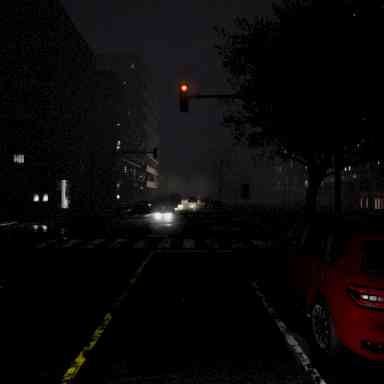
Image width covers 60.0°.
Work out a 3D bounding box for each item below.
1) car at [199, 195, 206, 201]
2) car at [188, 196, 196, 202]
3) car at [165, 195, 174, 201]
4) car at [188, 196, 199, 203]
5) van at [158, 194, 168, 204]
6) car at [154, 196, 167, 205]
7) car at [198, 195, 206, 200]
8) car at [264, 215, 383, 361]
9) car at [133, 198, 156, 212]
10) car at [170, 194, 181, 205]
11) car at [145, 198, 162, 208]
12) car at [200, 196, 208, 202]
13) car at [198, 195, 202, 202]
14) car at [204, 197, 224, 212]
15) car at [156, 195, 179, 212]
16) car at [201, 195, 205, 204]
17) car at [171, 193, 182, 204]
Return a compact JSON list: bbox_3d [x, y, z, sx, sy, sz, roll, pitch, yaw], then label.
[{"bbox_3d":[2.733,1.620,88.083,1.887,1.381,4.507,0,0,0],"label":"car"},{"bbox_3d":[0.040,1.656,79.369,1.895,1.301,4.718,0,0,0],"label":"car"},{"bbox_3d":[-5.650,1.506,82.554,1.967,1.590,4.097,0,0,0],"label":"car"},{"bbox_3d":[0.137,1.611,69.468,1.994,1.385,4.181,0,0,0],"label":"car"},{"bbox_3d":[-5.657,1.383,65.957,1.690,1.788,3.998,0,0,0],"label":"van"},{"bbox_3d":[-5.660,1.475,60.424,1.967,1.590,4.097,0,0,0],"label":"car"},{"bbox_3d":[2.736,1.637,93.615,2.008,1.369,4.403,0,0,0],"label":"car"},{"bbox_3d":[2.696,1.315,5.900,2.192,1.841,5.009,0,0,0],"label":"car"},{"bbox_3d":[-5.670,1.562,38.292,2.008,1.369,4.403,0,0,0],"label":"car"},{"bbox_3d":[-3.062,1.500,49.409,1.882,1.535,5.008,0,0,0],"label":"car"},{"bbox_3d":[-5.665,1.573,49.358,2.008,1.369,4.403,0,0,0],"label":"car"},{"bbox_3d":[2.728,1.583,77.187,1.752,1.417,4.829,0,0,0],"label":"car"},{"bbox_3d":[2.723,1.624,65.951,1.802,1.307,4.206,0,0,0],"label":"car"},{"bbox_3d":[2.710,1.556,38.288,1.887,1.381,4.507,0,0,0],"label":"car"},{"bbox_3d":[-3.074,1.504,39.186,2.128,1.511,4.902,0,0,2],"label":"car"},{"bbox_3d":[2.715,1.548,49.524,1.752,1.417,4.829,0,0,0],"label":"car"},{"bbox_3d":[-3.037,1.256,60.122,2.150,2.045,5.566,0,0,0],"label":"car"}]
